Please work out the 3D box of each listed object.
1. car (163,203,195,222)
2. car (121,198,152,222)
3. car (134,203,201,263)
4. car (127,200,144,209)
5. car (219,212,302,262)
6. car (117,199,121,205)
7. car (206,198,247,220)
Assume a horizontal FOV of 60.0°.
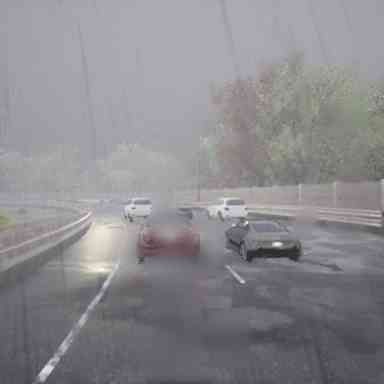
[{"bbox_3d":[-1.307,1.850,30.716,1.837,1.490,4.892,0,-1,-17],"label":"car"},{"bbox_3d":[-4.953,1.577,30.779,2.150,2.045,5.566,0,-1,-18],"label":"car"},{"bbox_3d":[-0.956,1.498,12.765,2.097,1.767,4.553,0,-1,-7],"label":"car"},{"bbox_3d":[-10.320,2.205,60.728,1.837,1.490,4.892,0,-1,-25],"label":"car"},{"bbox_3d":[2.550,1.701,12.857,1.994,1.385,4.181,0,-1,-7],"label":"car"},{"bbox_3d":[-17.730,2.509,84.433,2.128,1.511,4.902,0,-1,-1],"label":"car"},{"bbox_3d":[2.903,1.535,28.925,2.150,2.045,5.566,0,-1,-15],"label":"car"}]
